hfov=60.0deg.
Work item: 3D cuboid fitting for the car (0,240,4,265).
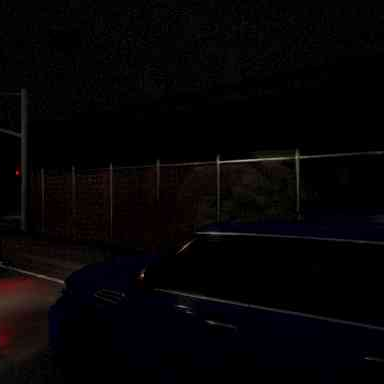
[{"bbox_3d":[-7.110,1.492,9.063,4.902,1.511,2.128,0,0,33],"label":"car"}]

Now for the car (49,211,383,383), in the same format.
[{"bbox_3d":[0.904,1.221,3.346,5.566,2.045,2.150,0,0,35],"label":"car"}]

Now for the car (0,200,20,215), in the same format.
[{"bbox_3d":[-19.609,1.533,32.646,1.882,1.535,5.008,0,0,35],"label":"car"}]
